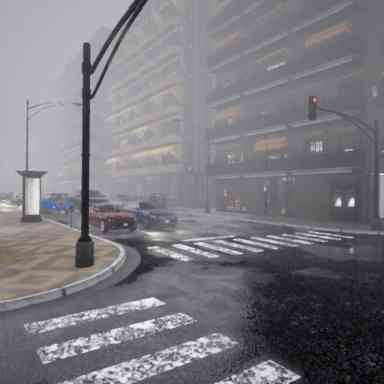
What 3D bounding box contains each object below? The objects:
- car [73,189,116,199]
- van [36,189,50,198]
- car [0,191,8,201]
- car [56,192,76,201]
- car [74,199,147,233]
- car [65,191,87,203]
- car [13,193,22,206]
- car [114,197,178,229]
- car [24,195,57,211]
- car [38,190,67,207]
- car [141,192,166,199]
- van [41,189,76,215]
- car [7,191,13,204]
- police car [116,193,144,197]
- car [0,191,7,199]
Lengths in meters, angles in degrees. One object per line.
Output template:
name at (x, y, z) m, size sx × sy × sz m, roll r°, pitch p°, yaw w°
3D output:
car at (-8.733, 0.789, 27.962) m, size 2.150 × 2.045 × 5.566 m, roll 1°, pitch 1°, yaw -36°
van at (-30.640, 0.259, 68.397) m, size 1.690 × 1.788 × 3.998 m, roll 2°, pitch 0°, yaw -36°
car at (-27.541, 0.540, 49.719) m, size 1.967 × 1.590 × 4.097 m, roll 2°, pitch 0°, yaw -36°
car at (-20.744, 0.748, 54.615) m, size 1.947 × 1.339 × 4.313 m, roll 2°, pitch 0°, yaw -36°
car at (-4.441, 1.260, 17.562) m, size 1.887 × 1.381 × 4.507 m, roll 2°, pitch 0°, yaw -36°
car at (-17.440, 0.710, 50.021) m, size 1.967 × 1.590 × 4.097 m, roll 2°, pitch 0°, yaw -36°
car at (-17.643, 0.908, 35.937) m, size 1.887 × 1.381 × 4.507 m, roll 2°, pitch 0°, yaw -36°
car at (-2.678, 1.258, 19.528) m, size 1.812 × 1.442 × 4.674 m, roll 1°, pitch 1°, yaw -36°
car at (-14.342, 0.996, 31.344) m, size 1.887 × 1.381 × 4.507 m, roll 2°, pitch 0°, yaw -36°
car at (-16.046, 0.727, 38.169) m, size 2.097 × 1.767 × 4.553 m, roll 1°, pitch 0°, yaw -36°
car at (-4.234, 0.936, 31.645) m, size 2.192 × 1.841 × 5.009 m, roll 2°, pitch 0°, yaw -36°
van at (-11.036, 0.881, 26.750) m, size 1.690 × 1.788 × 3.998 m, roll 2°, pitch 0°, yaw -36°
car at (-20.844, 0.804, 40.394) m, size 1.752 × 1.417 × 4.829 m, roll 2°, pitch 0°, yaw -36°
police car at (-6.653, 1.098, 30.373) m, size 2.038 × 1.542 × 4.974 m, roll 1°, pitch 0°, yaw -36°
car at (-34.146, 0.469, 58.907) m, size 1.887 × 1.381 × 4.507 m, roll 2°, pitch 0°, yaw -36°
